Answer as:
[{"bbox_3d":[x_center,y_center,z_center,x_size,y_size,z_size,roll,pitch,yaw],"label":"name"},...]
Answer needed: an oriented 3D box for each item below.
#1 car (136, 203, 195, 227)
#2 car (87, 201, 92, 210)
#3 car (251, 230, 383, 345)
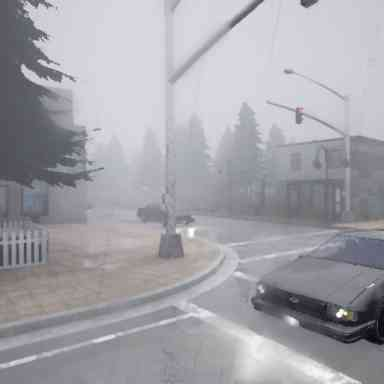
[{"bbox_3d":[-1.950,1.447,22.492,2.033,1.411,5.357,-1,0,-34],"label":"car"},{"bbox_3d":[-13.593,1.443,39.920,2.033,1.411,5.357,-1,0,-34],"label":"car"},{"bbox_3d":[3.593,1.494,6.517,5.357,1.411,2.033,-1,0,-37],"label":"car"}]
